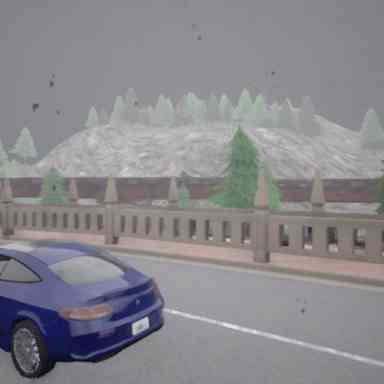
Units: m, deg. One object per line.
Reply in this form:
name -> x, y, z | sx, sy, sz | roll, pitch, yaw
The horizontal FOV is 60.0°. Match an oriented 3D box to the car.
car -> -2.588, 1.516, 5.412 | 4.674, 1.442, 1.812 | 0, 0, 32
